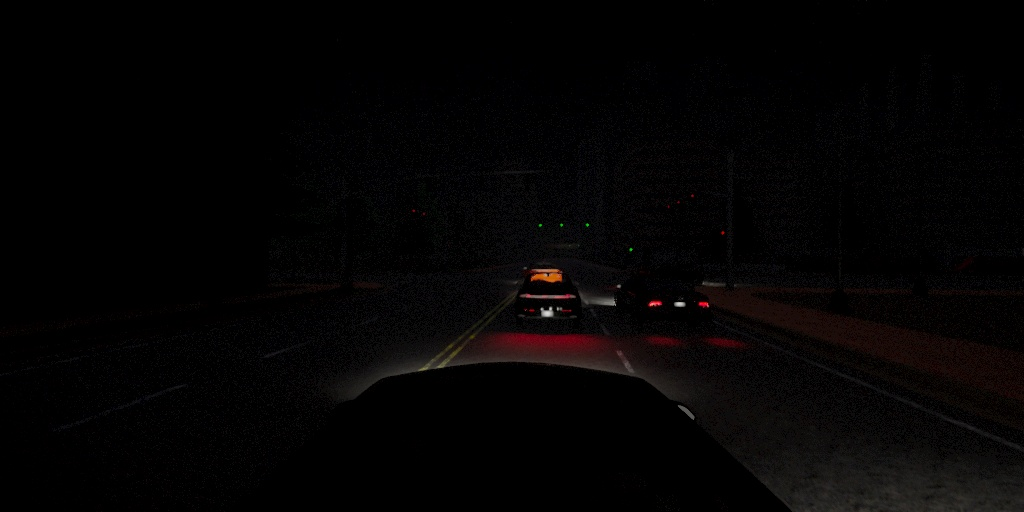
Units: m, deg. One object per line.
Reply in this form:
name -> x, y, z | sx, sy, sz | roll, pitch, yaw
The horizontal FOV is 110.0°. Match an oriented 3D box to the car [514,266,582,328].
car -> 1.164, 1.254, 11.542 | 2.128, 1.511, 4.902 | 0, 0, 6

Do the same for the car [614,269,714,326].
car -> 4.697, 1.318, 11.883 | 2.033, 1.411, 5.357 | 0, 0, 7

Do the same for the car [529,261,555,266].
car -> 1.851, 1.126, 23.428 | 2.097, 1.767, 4.553 | 0, 0, -4

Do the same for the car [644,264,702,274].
car -> 10.686, 1.275, 24.357 | 5.008, 1.535, 1.882 | 0, -2, -25
